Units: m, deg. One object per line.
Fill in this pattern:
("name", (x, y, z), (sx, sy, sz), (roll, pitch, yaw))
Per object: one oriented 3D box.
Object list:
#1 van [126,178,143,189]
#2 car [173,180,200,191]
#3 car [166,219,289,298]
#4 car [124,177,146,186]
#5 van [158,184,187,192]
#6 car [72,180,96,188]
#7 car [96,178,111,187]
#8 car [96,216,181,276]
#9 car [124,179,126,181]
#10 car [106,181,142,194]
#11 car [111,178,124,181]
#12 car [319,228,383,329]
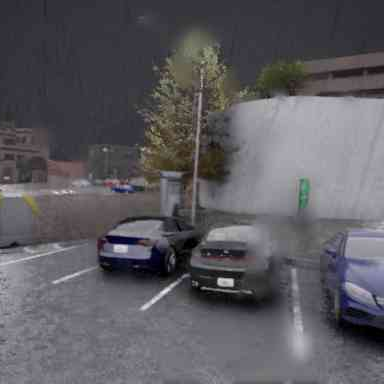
("van", (-8.472, -0.850, 55.529), (4.442, 1.987, 1.878), (5, 7, 36))
("car", (-1.090, -1.246, 60.575), (4.553, 1.767, 2.185), (5, 7, 36))
("car", (1.317, 1.450, 8.525), (2.231, 1.521, 4.892), (0, -1, 17))
("car", (-12.576, -2.444, 73.613), (4.553, 1.767, 2.185), (3, 6, 35))
("van", (-3.665, -1.189, 58.958), (4.442, 1.987, 1.878), (5, 8, 36))
("car", (-22.206, -1.618, 66.829), (4.674, 1.452, 2.002), (3, 5, 34))
("car", (-19.779, -1.793, 68.520), (4.792, 1.488, 2.163), (3, 5, 34))
("car", (-1.048, 1.457, 10.316), (2.163, 1.488, 4.792), (0, -1, 17))
("car", (-15.026, -2.126, 71.958), (4.792, 1.488, 2.163), (3, 6, 35))
("car", (-11.071, -0.472, 53.975), (5.008, 1.535, 2.097), (5, 7, 36))
("car", (-17.382, -2.113, 70.206), (4.553, 1.767, 2.185), (3, 6, 34))
("car", (3.719, 1.513, 6.799), (2.002, 1.452, 4.674), (1, 0, 16))
